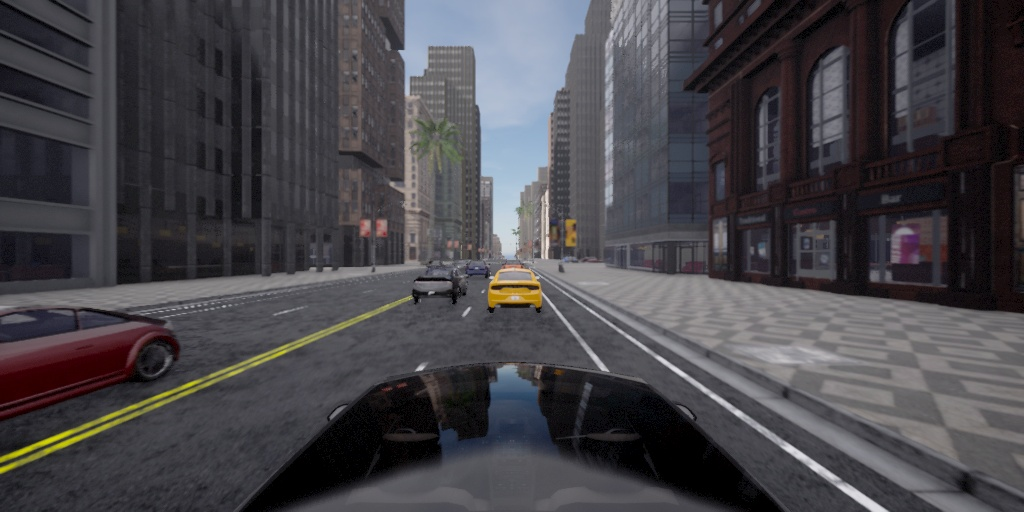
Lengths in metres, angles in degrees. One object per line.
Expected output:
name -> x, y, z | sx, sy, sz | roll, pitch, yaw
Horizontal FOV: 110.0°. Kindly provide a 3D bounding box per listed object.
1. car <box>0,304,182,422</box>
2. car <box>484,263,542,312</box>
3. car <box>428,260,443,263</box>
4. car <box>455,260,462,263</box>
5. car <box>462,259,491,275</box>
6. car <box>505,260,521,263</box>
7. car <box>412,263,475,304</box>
car -> -6.600, 1.315, 4.307 | 1.994, 1.385, 4.181 | 0, 0, 0
car -> 0.114, 1.230, 14.338 | 1.882, 1.535, 5.008 | 0, 0, 0
car -> -9.830, 1.270, 45.853 | 1.837, 1.490, 4.892 | 0, 0, 0
car -> -6.579, 1.258, 46.303 | 2.128, 1.511, 4.902 | 0, 0, 0
car -> -3.147, 1.113, 34.274 | 2.097, 1.767, 4.553 | 0, 0, 0
car -> 0.104, 1.113, 34.274 | 2.097, 1.767, 4.553 | 0, 0, 0
car -> -3.148, 1.245, 16.394 | 2.128, 1.511, 4.902 | 0, 0, 0
